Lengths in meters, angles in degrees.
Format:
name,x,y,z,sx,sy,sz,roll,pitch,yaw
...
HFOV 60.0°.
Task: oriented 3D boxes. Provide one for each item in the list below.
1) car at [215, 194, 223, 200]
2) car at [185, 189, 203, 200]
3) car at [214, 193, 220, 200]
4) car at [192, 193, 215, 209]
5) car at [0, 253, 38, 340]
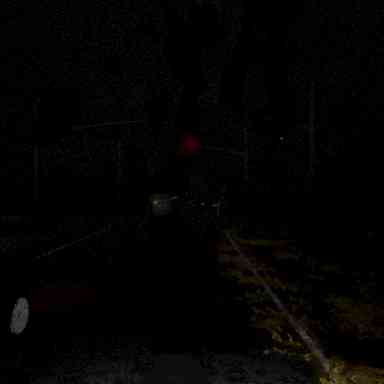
name,x,y,z,sx,sy,sz,roll,pitch,yaw
car,6.678,1.197,81.807,1.882,1.535,5.008,0,-1,6
car,0.213,0.404,60.528,2.150,2.045,5.566,0,0,9
car,5.362,0.979,71.725,1.812,1.442,4.674,0,-2,8
car,1.453,1.273,40.893,1.994,1.385,4.181,0,3,5
car,-3.579,1.471,3.672,1.882,1.535,5.008,0,0,0
